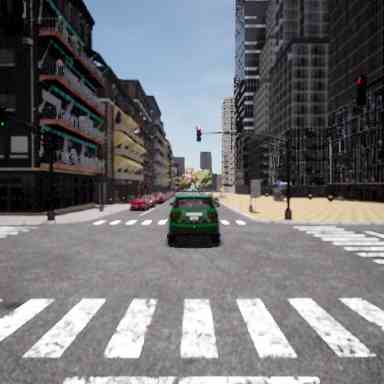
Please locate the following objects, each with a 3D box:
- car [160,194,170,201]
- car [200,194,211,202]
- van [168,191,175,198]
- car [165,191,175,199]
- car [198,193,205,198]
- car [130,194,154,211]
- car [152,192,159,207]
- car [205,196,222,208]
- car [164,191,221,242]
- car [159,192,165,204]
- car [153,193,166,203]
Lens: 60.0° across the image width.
[{"bbox_3d":[-5.696,1.110,70.449,1.802,1.307,4.206,-1,0,0],"label":"car"},{"bbox_3d":[2.651,1.115,64.856,2.008,1.369,4.403,-1,0,0],"label":"car"},{"bbox_3d":[-5.697,0.725,93.041,1.690,1.788,3.998,-1,0,0],"label":"van"},{"bbox_3d":[-5.698,0.735,87.394,2.192,1.841,5.009,-1,0,0],"label":"car"},{"bbox_3d":[2.653,0.908,93.271,1.752,1.417,4.829,-1,0,0],"label":"car"},{"bbox_3d":[-5.698,1.294,36.555,1.887,1.381,4.507,-1,0,0],"label":"car"},{"bbox_3d":[-5.699,1.152,42.203,1.967,1.590,4.097,-1,0,0],"label":"car"},{"bbox_3d":[2.649,1.256,42.261,1.887,1.381,4.507,-1,0,0],"label":"car"},{"bbox_3d":[0.090,1.083,15.835,2.150,2.045,5.566,0,1,0],"label":"car"},{"bbox_3d":[-5.700,0.952,53.501,2.192,1.841,5.009,-1,0,0],"label":"car"},{"bbox_3d":[-5.698,1.041,59.149,1.967,1.590,4.097,-1,0,0],"label":"car"}]
